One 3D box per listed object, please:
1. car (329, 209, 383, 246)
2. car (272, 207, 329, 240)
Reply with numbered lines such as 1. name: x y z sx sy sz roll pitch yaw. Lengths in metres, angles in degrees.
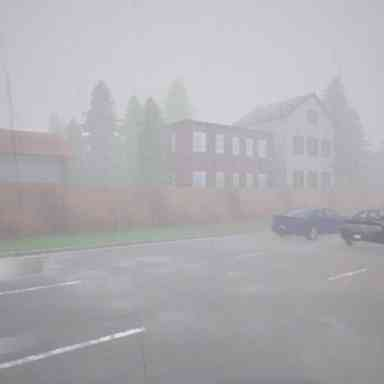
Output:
1. car: 8.269 1.492 14.066 4.902 1.511 2.128 0 0 -35
2. car: 6.236 1.482 16.916 5.008 1.535 1.882 0 0 -35
